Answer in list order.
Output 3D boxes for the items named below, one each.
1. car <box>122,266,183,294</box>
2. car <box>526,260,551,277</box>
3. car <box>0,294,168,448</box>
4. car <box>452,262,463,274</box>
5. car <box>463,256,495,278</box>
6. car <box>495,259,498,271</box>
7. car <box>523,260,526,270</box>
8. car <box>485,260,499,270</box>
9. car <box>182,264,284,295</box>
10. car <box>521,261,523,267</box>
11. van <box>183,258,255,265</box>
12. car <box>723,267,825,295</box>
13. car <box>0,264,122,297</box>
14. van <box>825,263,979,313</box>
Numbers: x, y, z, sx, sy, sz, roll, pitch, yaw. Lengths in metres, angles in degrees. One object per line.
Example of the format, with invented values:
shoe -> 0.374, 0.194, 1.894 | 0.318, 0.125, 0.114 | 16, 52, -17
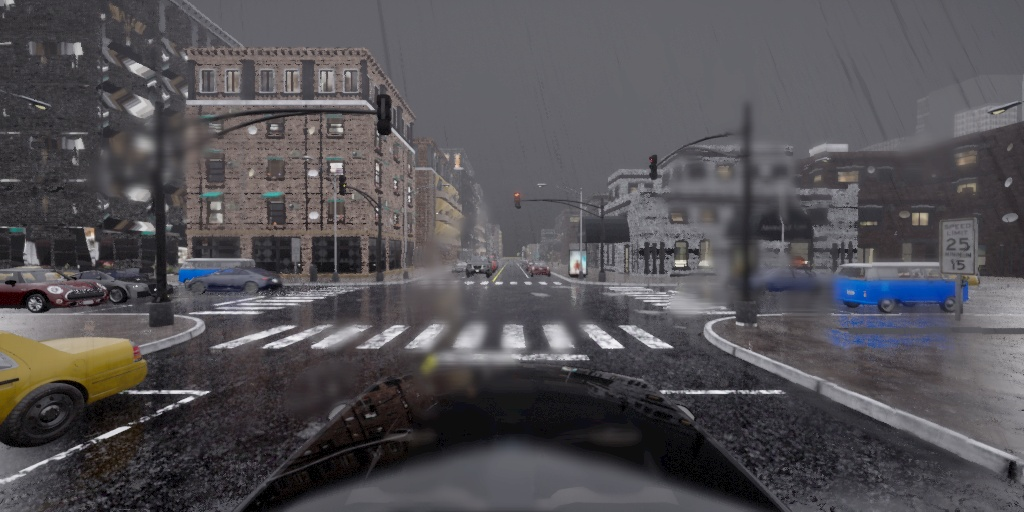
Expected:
car -> -17.736, 1.296, 15.892 | 4.181, 1.385, 1.994 | 0, 0, 0
car -> 2.684, 1.196, 35.254 | 1.967, 1.591, 4.097 | 0, 0, 0
car -> -5.692, 1.275, 2.615 | 1.751, 1.417, 4.829 | 0, 0, 0
car -> -5.698, 1.311, 40.937 | 2.007, 1.370, 4.403 | 0, 0, 0
car -> -3.100, 0.977, 34.763 | 2.150, 2.045, 5.566 | 0, 0, 0
car -> -3.105, 0.986, 45.073 | 2.150, 2.045, 5.566 | 0, 0, 0
car -> 2.682, 1.347, 46.647 | 1.802, 1.307, 4.207 | 0, 0, 0
car -> -3.093, 1.300, 55.878 | 1.812, 1.442, 4.674 | 0, 0, 0
car -> -14.637, 1.278, 19.117 | 4.181, 1.385, 1.994 | 0, 0, 0
car -> 2.681, 1.321, 52.344 | 2.007, 1.370, 4.403 | 0, 0, 0
van -> -17.769, 1.030, 21.689 | 3.998, 1.789, 1.690 | 0, 0, 0
car -> 14.506, 1.320, 19.341 | 5.357, 1.411, 2.033 | 0, 0, -1
car -> -17.724, 1.190, 13.309 | 4.097, 1.591, 1.967 | 0, 0, 0
van -> 14.653, 1.156, 13.555 | 3.998, 1.789, 1.690 | 0, 0, 0
